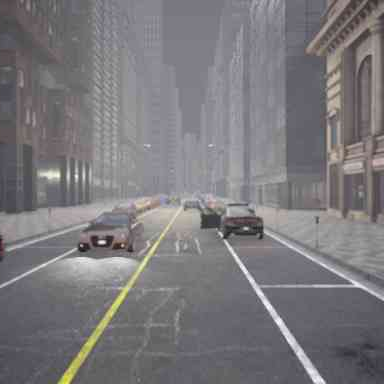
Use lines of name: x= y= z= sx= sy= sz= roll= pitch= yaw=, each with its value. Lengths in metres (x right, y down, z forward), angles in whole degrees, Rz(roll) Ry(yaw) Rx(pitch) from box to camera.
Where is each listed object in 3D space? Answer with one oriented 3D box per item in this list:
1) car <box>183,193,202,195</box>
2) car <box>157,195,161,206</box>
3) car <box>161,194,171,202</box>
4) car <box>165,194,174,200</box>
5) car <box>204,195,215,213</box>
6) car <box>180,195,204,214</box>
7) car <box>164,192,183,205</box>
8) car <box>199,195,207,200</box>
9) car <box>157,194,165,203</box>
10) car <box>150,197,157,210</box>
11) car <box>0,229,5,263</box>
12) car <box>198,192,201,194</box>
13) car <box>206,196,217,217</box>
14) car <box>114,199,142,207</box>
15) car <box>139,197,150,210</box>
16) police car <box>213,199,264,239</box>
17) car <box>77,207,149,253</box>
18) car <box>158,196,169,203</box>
car: x=-0.011 y=1.379 z=51.304 sx=2.128 sy=1.511 sz=4.902 roll=0 pitch=0 yaw=0
car: x=-5.771 y=1.444 z=45.736 sx=1.887 sy=1.381 sz=4.507 roll=0 pitch=0 yaw=0
car: x=-5.777 y=1.280 z=73.745 sx=1.967 sy=1.590 sz=4.097 roll=0 pitch=0 yaw=0
car: x=-5.780 y=1.257 z=84.949 sx=1.967 sy=1.590 sz=4.097 roll=0 pitch=0 yaw=0
car: x=2.756 y=1.456 z=40.145 sx=1.887 sy=1.381 sz=4.507 roll=0 pitch=0 yaw=0
car: x=0.028 y=1.406 z=39.103 sx=2.128 sy=1.511 sz=4.902 roll=0 pitch=0 yaw=1
car: x=-3.013 y=1.012 z=55.560 sx=2.150 sy=2.045 sz=5.566 roll=0 pitch=0 yaw=0
car: x=2.745 y=1.361 z=84.962 sx=1.887 sy=1.381 sz=4.507 roll=0 pitch=0 yaw=0
car: x=-5.772 y=1.432 z=51.339 sx=1.887 sy=1.381 sz=4.507 roll=0 pitch=0 yaw=0
car: x=-5.769 y=1.352 z=40.134 sx=1.967 sy=1.590 sz=4.097 roll=0 pitch=0 yaw=0
car: x=-5.761 y=1.300 z=6.523 sx=2.192 sy=1.841 sz=5.009 roll=0 pitch=0 yaw=0
car: x=2.750 y=1.291 z=68.156 sx=1.967 sy=1.590 sz=4.097 roll=0 pitch=0 yaw=0
car: x=2.757 y=1.448 z=34.713 sx=1.752 sy=1.417 sz=4.829 roll=0 pitch=0 yaw=0
car: x=-5.767 y=1.518 z=28.931 sx=1.802 sy=1.307 sz=4.206 roll=0 pitch=0 yaw=0
car: x=-5.768 y=1.449 z=34.363 sx=1.752 sy=1.417 sz=4.829 roll=0 pitch=0 yaw=0
police car: x=2.362 y=1.386 z=17.128 sx=1.930 sy=1.638 sz=5.238 roll=0 pitch=0 yaw=0
car: x=-3.104 y=1.533 z=13.457 sx=1.994 sy=1.385 sz=4.181 roll=0 pitch=0 yaw=0
car: x=-5.776 y=1.434 z=68.144 sx=1.802 sy=1.307 sz=4.206 roll=0 pitch=0 yaw=0
